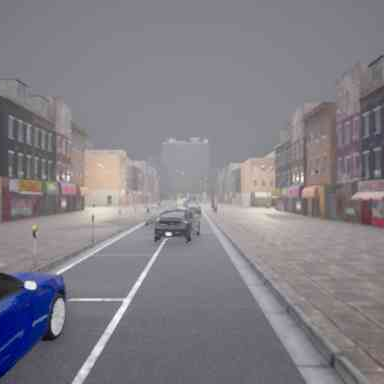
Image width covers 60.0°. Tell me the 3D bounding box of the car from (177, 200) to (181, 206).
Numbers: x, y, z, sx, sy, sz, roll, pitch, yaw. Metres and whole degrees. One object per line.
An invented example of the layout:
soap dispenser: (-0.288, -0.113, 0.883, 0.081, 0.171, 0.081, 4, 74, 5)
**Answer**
car: (-2.629, 2.032, 42.186, 1.752, 1.417, 4.829, 0, -1, 0)

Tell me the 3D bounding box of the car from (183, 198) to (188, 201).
car: (0.028, 2.060, 47.736, 1.882, 1.535, 5.008, 0, -1, 0)

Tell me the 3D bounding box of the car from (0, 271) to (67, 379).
car: (-3.015, 1.517, 3.623, 1.882, 1.535, 5.008, 0, -1, 0)

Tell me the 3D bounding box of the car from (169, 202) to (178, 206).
car: (-2.629, 1.910, 31.368, 1.887, 1.381, 4.507, 0, -1, 0)

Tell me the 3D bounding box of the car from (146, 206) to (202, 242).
car: (-0.704, 1.703, 17.707, 1.837, 1.490, 4.892, 0, -1, 9)

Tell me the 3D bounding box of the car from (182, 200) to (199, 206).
car: (0.097, 1.971, 37.468, 1.812, 1.442, 4.674, 0, -1, 0)

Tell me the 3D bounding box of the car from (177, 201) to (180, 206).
car: (-2.629, 1.981, 36.862, 1.887, 1.381, 4.507, 0, -1, 0)

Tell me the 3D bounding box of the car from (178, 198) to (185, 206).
car: (-2.626, 2.483, 74.140, 1.752, 1.417, 4.829, 0, -1, 0)

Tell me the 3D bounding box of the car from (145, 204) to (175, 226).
car: (-2.630, 1.848, 25.874, 2.008, 1.369, 4.403, 0, -1, 0)

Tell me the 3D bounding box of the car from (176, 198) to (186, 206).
car: (-2.625, 2.356, 79.756, 2.192, 1.841, 5.009, 0, -1, 0)
